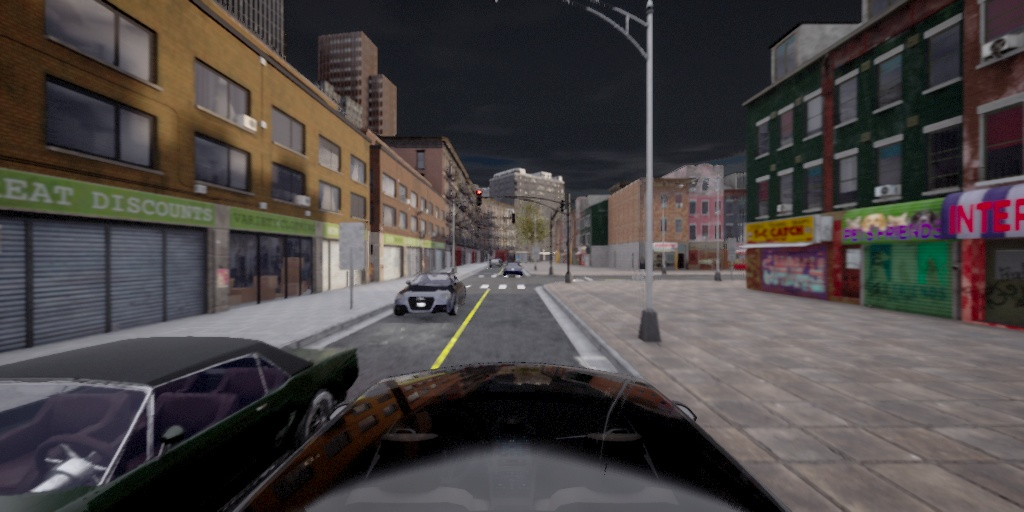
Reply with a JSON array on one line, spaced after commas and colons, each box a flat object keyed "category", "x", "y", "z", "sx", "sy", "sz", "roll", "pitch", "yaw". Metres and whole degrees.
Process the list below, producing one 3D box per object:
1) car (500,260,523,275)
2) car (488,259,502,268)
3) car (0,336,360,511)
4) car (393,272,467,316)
[{"category": "car", "x": 0.095, "y": 1.282, "z": 37.659, "sx": 1.994, "sy": 1.385, "sz": 4.181, "roll": 0, "pitch": 0, "yaw": 0}, {"category": "car", "x": -2.796, "y": 1.242, "z": 59.038, "sx": 1.812, "sy": 1.442, "sz": 4.674, "roll": 0, "pitch": 0, "yaw": 1}, {"category": "car", "x": -2.843, "y": 1.351, "z": 2.277, "sx": 1.895, "sy": 1.301, "sz": 4.718, "roll": 0, "pitch": 0, "yaw": 0}, {"category": "car", "x": -2.815, "y": 1.300, "z": 13.098, "sx": 1.994, "sy": 1.385, "sz": 4.181, "roll": 0, "pitch": 0, "yaw": 0}]
